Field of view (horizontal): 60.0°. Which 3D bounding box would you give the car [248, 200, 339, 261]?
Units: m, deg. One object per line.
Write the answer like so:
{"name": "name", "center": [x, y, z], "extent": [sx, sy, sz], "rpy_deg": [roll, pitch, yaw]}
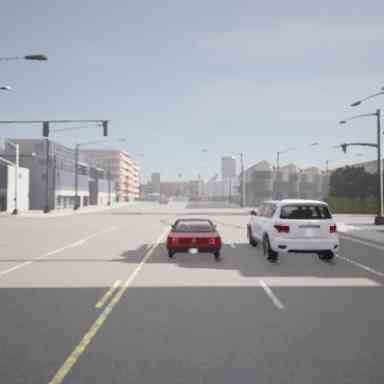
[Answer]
{"name": "car", "center": [3.574, 1.303, 12.730], "extent": [2.150, 2.045, 5.566], "rpy_deg": [0, -1, 0]}

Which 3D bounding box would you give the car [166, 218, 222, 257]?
{"name": "car", "center": [0.079, 1.690, 13.293], "extent": [1.895, 1.301, 4.718], "rpy_deg": [0, -1, 1]}

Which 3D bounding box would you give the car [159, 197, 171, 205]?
{"name": "car", "center": [-6.870, 2.265, 80.071], "extent": [2.128, 1.511, 4.902], "rpy_deg": [0, 1, 0]}
